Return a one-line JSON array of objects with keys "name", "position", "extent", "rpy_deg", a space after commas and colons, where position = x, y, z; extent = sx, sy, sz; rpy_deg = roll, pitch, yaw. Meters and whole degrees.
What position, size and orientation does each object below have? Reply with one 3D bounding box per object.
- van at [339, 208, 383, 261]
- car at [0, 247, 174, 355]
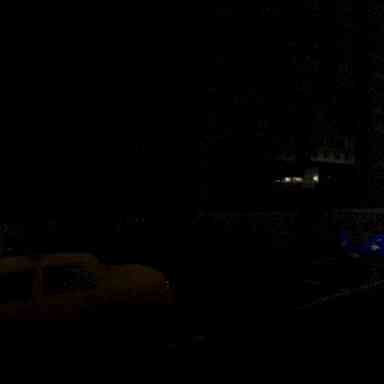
[{"name": "van", "position": [6.735, 1.448, 11.472], "extent": [3.998, 1.788, 1.690], "rpy_deg": [1, -1, -36]}, {"name": "car", "position": [-2.582, 1.531, 4.811], "extent": [4.829, 1.417, 1.752], "rpy_deg": [1, -1, -36]}]
